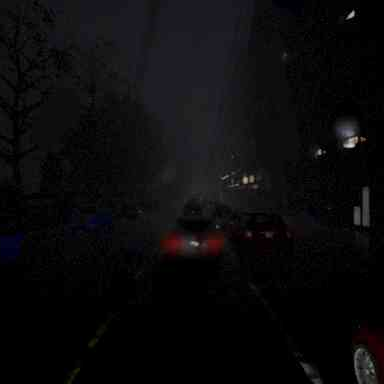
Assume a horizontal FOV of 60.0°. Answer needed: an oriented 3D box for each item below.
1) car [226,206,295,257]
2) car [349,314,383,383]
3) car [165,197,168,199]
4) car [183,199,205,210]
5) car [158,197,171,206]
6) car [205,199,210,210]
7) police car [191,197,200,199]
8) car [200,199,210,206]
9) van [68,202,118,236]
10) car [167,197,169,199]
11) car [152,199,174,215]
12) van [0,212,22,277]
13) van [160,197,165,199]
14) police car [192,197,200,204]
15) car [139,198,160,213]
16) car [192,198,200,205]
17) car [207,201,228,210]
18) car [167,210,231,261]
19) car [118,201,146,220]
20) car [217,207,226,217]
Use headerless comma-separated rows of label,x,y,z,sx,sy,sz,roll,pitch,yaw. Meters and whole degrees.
car,2.684,1.550,13.499,1.967,1.590,4.097,0,0,0
car,2.690,1.601,2.236,1.802,1.307,4.206,0,0,0
car,-5.716,2.075,58.534,1.802,1.307,4.206,0,-1,0
car,0.080,1.756,34.195,1.882,1.535,5.008,0,0,0
car,-5.721,1.912,69.799,2.192,1.841,5.009,0,-1,0
car,2.672,1.782,41.649,1.967,1.590,4.097,0,-1,0
police car,0.414,1.995,66.858,1.930,1.638,5.238,0,-1,12
car,2.659,2.163,69.800,1.947,1.339,4.313,0,-1,0
van,-5.699,1.496,19.126,1.690,1.788,3.998,0,0,0
car,-5.719,2.090,64.164,1.887,1.381,4.507,0,-1,0
car,-3.115,1.866,38.873,2.033,1.411,5.357,0,-1,0
van,-5.693,1.406,7.865,1.690,1.788,3.998,0,0,0
van,-5.714,1.783,52.905,1.690,1.788,3.998,0,-1,0
police car,0.864,2.144,82.670,1.930,1.638,5.238,0,-1,0
car,-5.708,1.658,41.646,2.192,1.841,5.009,0,0,0
car,0.867,2.138,76.559,1.882,1.535,5.008,0,-1,0
car,2.677,1.813,30.389,1.947,1.339,4.313,0,0,0
car,0.079,1.650,12.599,2.033,1.411,5.357,0,0,0
car,-5.704,1.813,30.384,1.947,1.339,4.313,0,0,0
car,2.682,1.737,19.128,1.802,1.307,4.206,0,0,0
